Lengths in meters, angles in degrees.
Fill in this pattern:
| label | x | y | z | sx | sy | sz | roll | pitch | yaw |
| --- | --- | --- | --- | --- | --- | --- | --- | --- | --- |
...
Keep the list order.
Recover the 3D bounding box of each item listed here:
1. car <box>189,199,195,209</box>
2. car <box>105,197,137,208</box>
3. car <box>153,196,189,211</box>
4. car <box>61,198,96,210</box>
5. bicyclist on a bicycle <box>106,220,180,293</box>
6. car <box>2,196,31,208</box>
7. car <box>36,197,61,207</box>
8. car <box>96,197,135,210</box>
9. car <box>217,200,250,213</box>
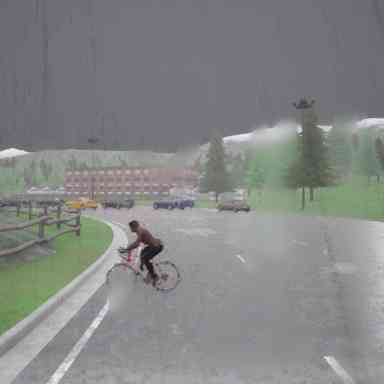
| label | x | y | z | sx | sy | sz | roll | pitch | yaw |
| --- | --- | --- | --- | --- | --- | --- | --- | --- | --- |
| car | -1.782 | 1.478 | 45.638 | 1.882 | 1.535 | 5.008 | 0 | 0 | -43 |
| car | -10.364 | 1.505 | 48.273 | 4.892 | 1.490 | 1.837 | 0 | 0 | 37 |
| car | -2.964 | 1.352 | 41.825 | 2.097 | 1.767 | 4.553 | 0 | 0 | -42 |
| car | -14.005 | 1.478 | 42.141 | 5.008 | 1.535 | 1.882 | 0 | 0 | 36 |
| bicyclist on a bicycle | -1.110 | 1.455 | 7.439 | 1.656 | 1.620 | 0.582 | -2 | 0 | -1 |
| car | -25.603 | 1.352 | 48.256 | 4.553 | 1.767 | 2.097 | 0 | 0 | 20 |
| car | -21.360 | 1.526 | 50.283 | 4.674 | 1.442 | 1.812 | 0 | 0 | 24 |
| car | -9.856 | 1.491 | 43.278 | 4.902 | 1.511 | 2.128 | 0 | 0 | 40 |
| car | 4.676 | 1.564 | 37.926 | 1.994 | 1.385 | 4.181 | 0 | 0 | -33 |
